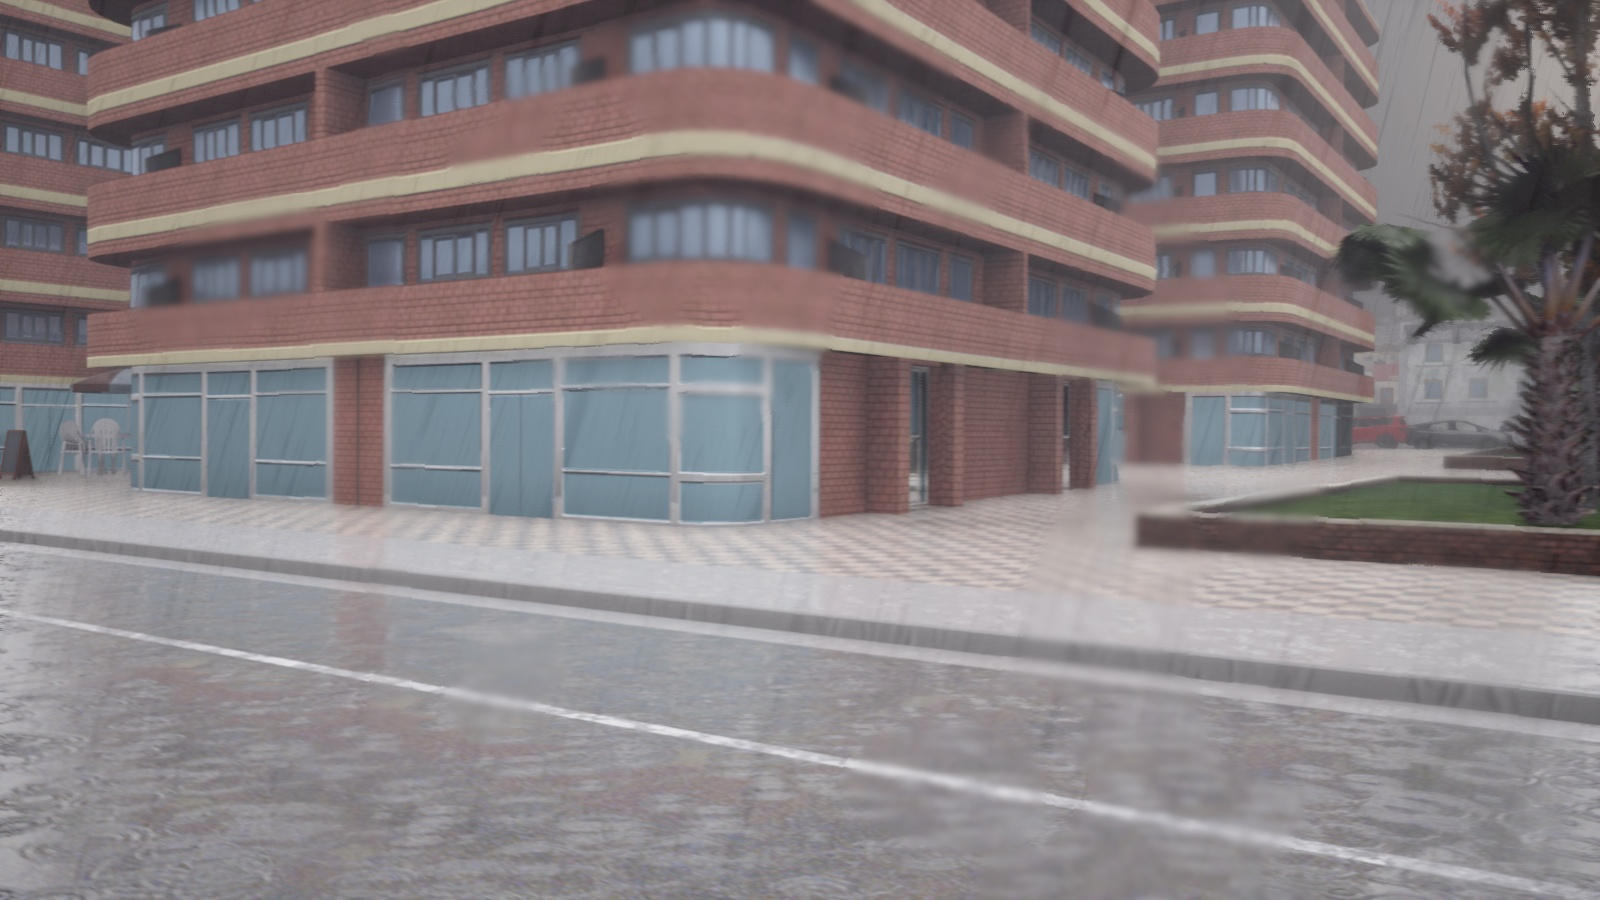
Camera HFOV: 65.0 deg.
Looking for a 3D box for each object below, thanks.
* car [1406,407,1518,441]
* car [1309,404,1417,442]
[{"bbox_3d":[31.517,-1.227,59.838,4.514,1.525,2.007,-1,1,34],"label":"car"},{"bbox_3d":[33.694,-1.590,75.224,5.566,2.045,2.150,-1,0,34],"label":"car"}]
